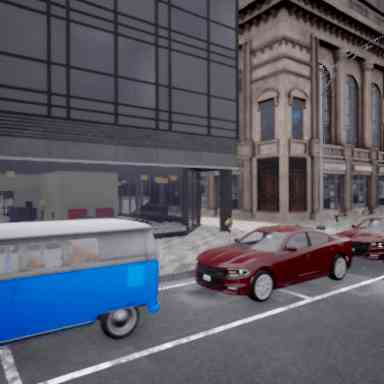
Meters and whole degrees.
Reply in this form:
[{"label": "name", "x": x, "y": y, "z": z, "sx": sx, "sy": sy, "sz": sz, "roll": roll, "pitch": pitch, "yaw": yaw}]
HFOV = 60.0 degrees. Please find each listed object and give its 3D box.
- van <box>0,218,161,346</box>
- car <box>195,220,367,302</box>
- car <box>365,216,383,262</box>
[{"label": "van", "x": -2.419, "y": 1.338, "z": 4.928, "sx": 3.998, "sy": 1.788, "sz": 1.690, "roll": 0, "pitch": 0, "yaw": -36}, {"label": "car", "x": 2.142, "y": 1.519, "z": 8.183, "sx": 4.507, "sy": 1.381, "sz": 1.887, "roll": 0, "pitch": 0, "yaw": -36}, {"label": "car", "x": 6.701, "y": 1.496, "z": 11.438, "sx": 4.507, "sy": 1.381, "sz": 1.887, "roll": 0, "pitch": 0, "yaw": -36}]
